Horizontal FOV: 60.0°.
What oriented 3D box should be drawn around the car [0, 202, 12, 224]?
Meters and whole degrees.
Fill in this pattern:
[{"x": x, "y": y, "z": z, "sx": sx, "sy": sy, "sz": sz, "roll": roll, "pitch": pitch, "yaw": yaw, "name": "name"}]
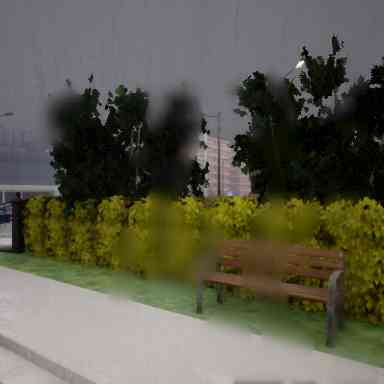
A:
[{"x": -13.498, "y": 1.595, "z": 21.637, "sx": 1.895, "sy": 1.301, "sz": 4.718, "roll": 0, "pitch": 0, "yaw": 35, "name": "car"}]
